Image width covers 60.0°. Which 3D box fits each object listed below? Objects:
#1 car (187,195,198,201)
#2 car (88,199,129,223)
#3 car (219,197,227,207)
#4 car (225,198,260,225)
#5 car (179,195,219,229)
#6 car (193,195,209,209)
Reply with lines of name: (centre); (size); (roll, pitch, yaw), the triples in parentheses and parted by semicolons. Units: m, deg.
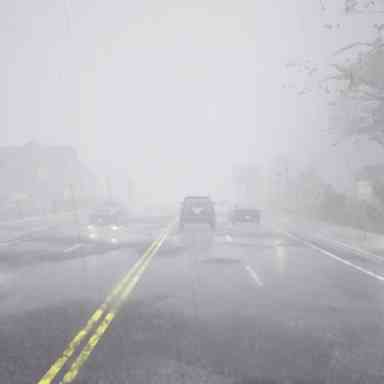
car: (0.160, 1.434, 78.848); (2.033, 1.411, 5.357); (0, 0, 5)
car: (-6.221, 1.352, 25.149); (2.097, 1.767, 4.553); (0, 0, 2)
car: (4.677, 1.509, 48.737); (1.812, 1.442, 4.674); (0, -1, 3)
car: (3.687, 1.474, 24.098); (1.882, 1.535, 5.008); (0, 0, 1)
car: (0.373, 1.220, 21.700); (2.150, 2.045, 5.566); (0, 0, 1)
car: (1.302, 1.339, 46.438); (2.097, 1.767, 4.553); (0, 0, 3)
